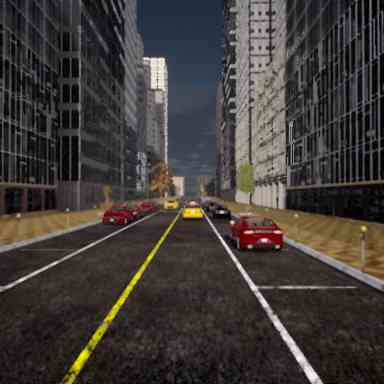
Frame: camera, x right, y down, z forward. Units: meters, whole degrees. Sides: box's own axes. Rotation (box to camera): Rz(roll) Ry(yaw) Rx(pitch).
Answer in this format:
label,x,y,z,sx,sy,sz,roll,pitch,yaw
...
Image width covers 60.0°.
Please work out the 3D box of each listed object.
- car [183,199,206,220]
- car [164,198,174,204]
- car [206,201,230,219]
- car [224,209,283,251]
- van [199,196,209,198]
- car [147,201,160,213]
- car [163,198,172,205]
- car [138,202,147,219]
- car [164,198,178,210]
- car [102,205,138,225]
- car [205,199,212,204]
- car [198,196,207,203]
label,x,y,z,sx,sy,sz,roll,pitch,yaw
car,0.072,1.730,31.207,1.801,1.575,5.366,0,0,0
car,-5.724,2.223,82.885,2.008,1.369,4.403,0,0,0
car,2.678,1.843,31.648,1.947,1.339,4.313,0,0,0
car,2.685,1.678,14.572,1.887,1.381,4.507,0,0,0
van,2.667,1.846,60.112,1.690,1.788,3.998,0,0,0
car,-5.707,1.914,43.037,1.887,1.381,4.507,0,0,0
car,-5.722,2.155,77.022,1.752,1.417,4.829,0,0,0
car,-5.703,1.858,31.652,1.802,1.307,4.206,0,0,0
car,-3.101,1.903,49.972,1.882,1.535,5.008,0,0,0
car,-5.700,1.774,25.959,1.887,1.381,4.507,0,0,0
car,2.673,1.936,43.032,1.947,1.339,4.313,0,0,0
car,2.656,2.028,88.571,2.192,1.841,5.009,0,0,0
